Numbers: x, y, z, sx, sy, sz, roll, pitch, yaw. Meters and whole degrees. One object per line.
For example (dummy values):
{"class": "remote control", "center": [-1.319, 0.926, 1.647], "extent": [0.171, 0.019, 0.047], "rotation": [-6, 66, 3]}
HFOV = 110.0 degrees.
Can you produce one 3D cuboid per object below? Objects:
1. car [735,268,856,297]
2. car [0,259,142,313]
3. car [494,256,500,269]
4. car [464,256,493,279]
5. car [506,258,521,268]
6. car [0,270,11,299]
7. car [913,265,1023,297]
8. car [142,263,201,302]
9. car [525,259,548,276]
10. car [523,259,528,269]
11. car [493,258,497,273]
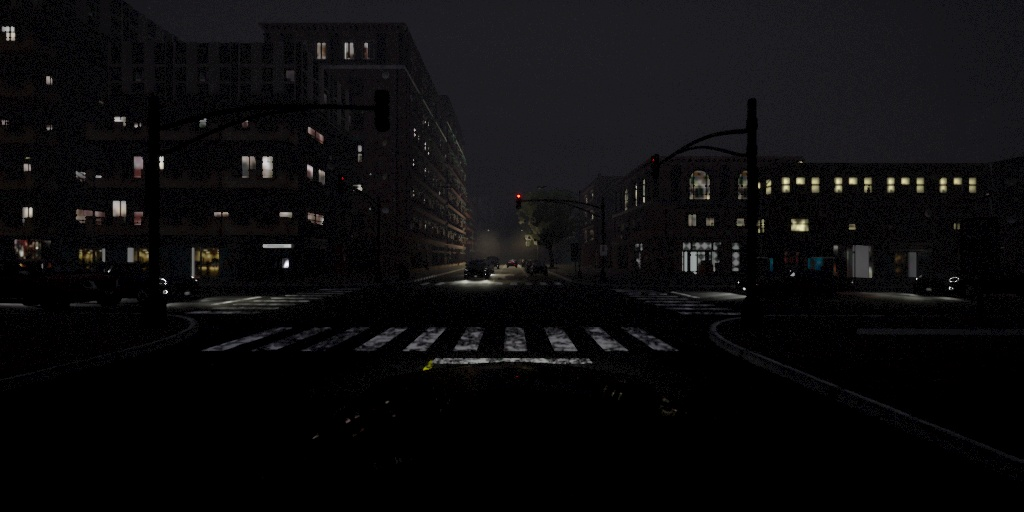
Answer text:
{"class": "car", "center": [15.028, 1.371, 19.117], "extent": [5.357, 1.411, 2.033], "rotation": [0, 0, 0]}
{"class": "car", "center": [-17.273, 1.013, 13.106], "extent": [5.009, 1.841, 2.192], "rotation": [0, 0, 0]}
{"class": "car", "center": [-3.072, 1.029, 56.511], "extent": [2.150, 2.045, 5.566], "rotation": [0, 0, 0]}
{"class": "car", "center": [-3.065, 1.123, 32.281], "extent": [2.097, 1.767, 4.553], "rotation": [0, 0, -1]}
{"class": "car", "center": [0.015, 1.316, 63.178], "extent": [2.128, 1.511, 4.902], "rotation": [0, 0, 0]}
{"class": "car", "center": [-25.579, 1.273, 15.638], "extent": [4.718, 1.301, 1.895], "rotation": [0, 0, 0]}
{"class": "car", "center": [24.528, 1.218, 19.181], "extent": [4.553, 1.767, 2.097], "rotation": [0, 0, 0]}
{"class": "car", "center": [-16.523, 1.052, 15.722], "extent": [4.553, 1.767, 2.097], "rotation": [0, 0, -1]}
{"class": "car", "center": [2.699, 1.328, 36.820], "extent": [2.007, 1.370, 4.403], "rotation": [0, 0, 0]}
{"class": "car", "center": [2.701, 1.227, 42.517], "extent": [1.967, 1.591, 4.097], "rotation": [0, 0, 0]}
{"class": "car", "center": [-3.088, 1.313, 42.579], "extent": [1.812, 1.442, 4.674], "rotation": [0, 0, 0]}
